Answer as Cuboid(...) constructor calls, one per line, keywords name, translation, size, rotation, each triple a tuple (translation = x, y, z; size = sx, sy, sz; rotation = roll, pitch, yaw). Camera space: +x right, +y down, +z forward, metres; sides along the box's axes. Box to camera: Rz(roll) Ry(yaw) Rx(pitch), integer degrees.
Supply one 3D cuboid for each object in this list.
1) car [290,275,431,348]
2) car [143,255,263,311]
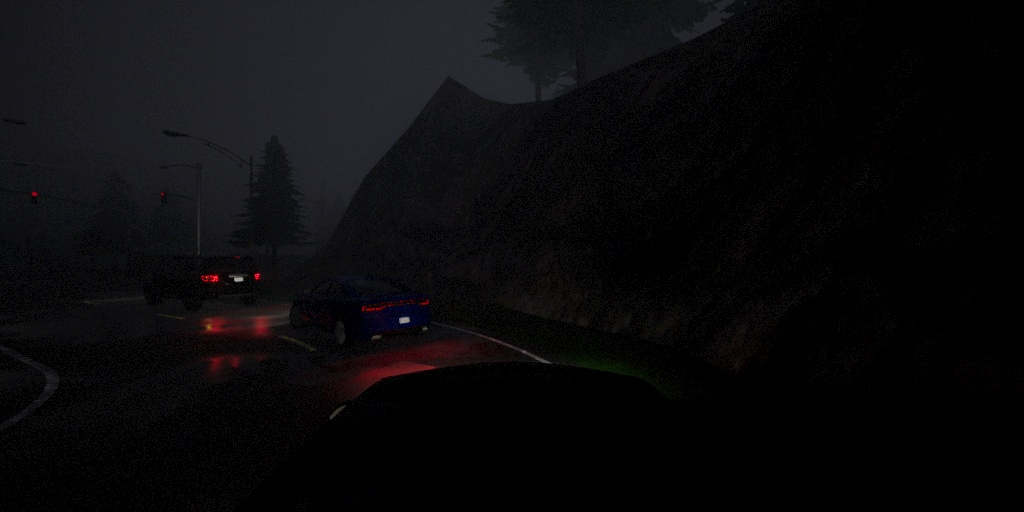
Cuboid(name="car", translation=(-4.114, 1.228, 9.401), size=(5.008, 1.535, 1.882), rotation=(0, 0, 43))
Cuboid(name="car", translation=(-12.624, 0.971, 14.645), size=(5.566, 2.045, 2.150), rotation=(0, 0, 27))
